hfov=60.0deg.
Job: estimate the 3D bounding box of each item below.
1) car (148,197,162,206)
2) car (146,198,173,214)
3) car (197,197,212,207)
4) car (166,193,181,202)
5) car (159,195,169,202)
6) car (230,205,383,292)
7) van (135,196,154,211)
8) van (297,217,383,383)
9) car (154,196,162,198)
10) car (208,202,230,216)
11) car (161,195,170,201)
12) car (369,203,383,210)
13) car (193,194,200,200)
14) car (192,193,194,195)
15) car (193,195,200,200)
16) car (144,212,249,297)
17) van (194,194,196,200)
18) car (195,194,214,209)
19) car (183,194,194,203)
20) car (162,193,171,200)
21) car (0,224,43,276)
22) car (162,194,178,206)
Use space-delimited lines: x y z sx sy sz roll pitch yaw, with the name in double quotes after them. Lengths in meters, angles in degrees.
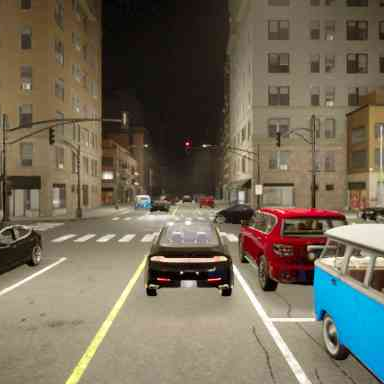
-6.279 1.534 56.939 1.887 1.381 4.507 0 0 -1 "car"
-3.387 1.595 35.560 1.895 1.301 4.718 0 0 -1 "car"
1.909 1.541 51.662 2.008 1.369 4.403 0 0 -1 "car"
-3.818 1.353 69.248 2.097 1.767 4.553 0 0 -1 "car"
-6.613 1.533 78.561 2.008 1.369 4.403 0 0 -1 "car"
2.518 1.314 8.889 2.192 1.841 5.009 0 0 -1 "car"
-6.028 1.334 40.722 1.690 1.788 3.998 0 0 -1 "van"
2.605 1.341 3.378 1.690 1.788 3.998 0 0 -1 "van"
-6.195 1.556 51.533 1.947 1.339 4.313 0 0 -1 "car"
3.553 1.538 21.799 4.181 1.385 1.994 0 0 26 "car"
-6.696 1.547 83.967 1.947 1.339 4.313 0 0 -1 "car"
14.519 1.417 23.954 4.902 1.511 2.128 0 0 -1 "car"
1.189 1.418 94.906 1.967 1.590 4.097 0 0 -1 "car"
1.639 1.301 67.879 2.192 1.841 5.009 0 0 -1 "car"
1.276 1.504 89.671 1.752 1.417 4.829 0 0 -1 "car"
-0.063 1.491 8.592 2.128 1.511 4.902 0 0 0 "car"
1.729 1.329 62.473 1.690 1.788 3.998 0 0 -1 "van"
1.999 1.307 46.257 2.192 1.841 5.009 0 0 -1 "car"
-0.913 1.587 65.977 1.895 1.301 4.718 0 0 -1 "car"
-6.780 1.294 89.373 2.192 1.841 5.009 0 0 -1 "car"
-5.506 1.565 8.763 1.947 1.339 4.313 0 0 -1 "car"
-3.649 1.515 52.931 1.812 1.442 4.674 0 0 -1 "car"
